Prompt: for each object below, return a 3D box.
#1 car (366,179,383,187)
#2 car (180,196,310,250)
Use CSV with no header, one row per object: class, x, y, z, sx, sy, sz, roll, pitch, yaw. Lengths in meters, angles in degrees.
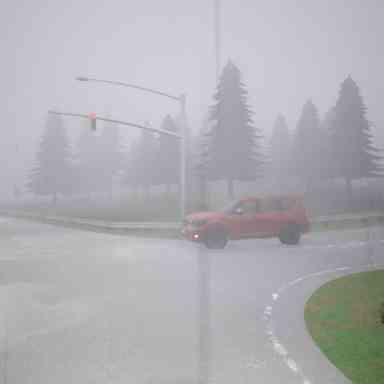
car,23.156,-0.841,39.716,1.837,1.490,4.892,0,4,-1
car,2.312,1.210,14.275,5.566,2.045,2.150,-1,0,-17
